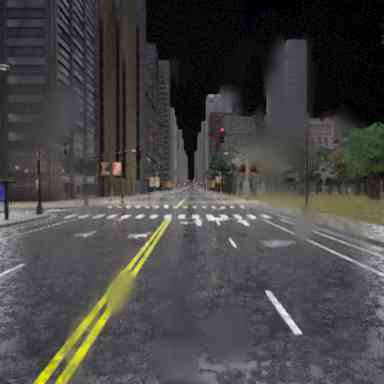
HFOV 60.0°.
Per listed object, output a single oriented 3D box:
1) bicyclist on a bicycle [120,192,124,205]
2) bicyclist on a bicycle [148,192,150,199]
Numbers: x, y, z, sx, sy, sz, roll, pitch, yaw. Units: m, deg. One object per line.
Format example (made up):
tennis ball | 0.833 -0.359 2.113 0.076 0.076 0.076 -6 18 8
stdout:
bicyclist on a bicycle | -8.746 0.849 41.735 0.582 1.620 1.656 0 1 0
bicyclist on a bicycle | -8.743 0.711 67.624 0.582 1.620 1.656 0 1 0
